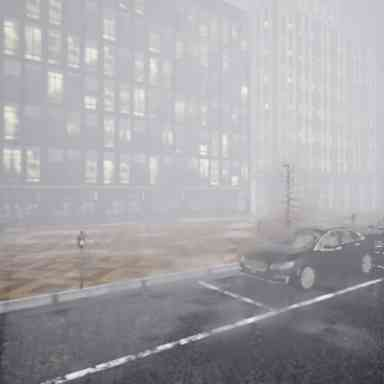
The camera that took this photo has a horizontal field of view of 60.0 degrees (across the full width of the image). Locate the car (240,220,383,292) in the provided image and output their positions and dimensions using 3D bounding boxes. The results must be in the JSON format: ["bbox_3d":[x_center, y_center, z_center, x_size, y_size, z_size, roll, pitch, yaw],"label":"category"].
[{"bbox_3d":[3.200,1.560,8.853,4.403,1.369,2.008,0,0,-36],"label":"car"}]
